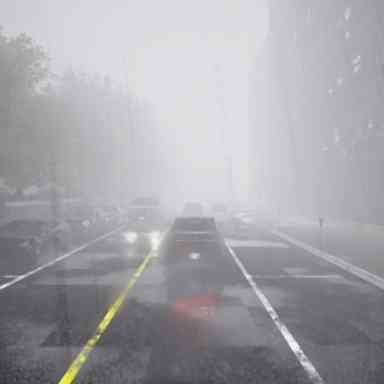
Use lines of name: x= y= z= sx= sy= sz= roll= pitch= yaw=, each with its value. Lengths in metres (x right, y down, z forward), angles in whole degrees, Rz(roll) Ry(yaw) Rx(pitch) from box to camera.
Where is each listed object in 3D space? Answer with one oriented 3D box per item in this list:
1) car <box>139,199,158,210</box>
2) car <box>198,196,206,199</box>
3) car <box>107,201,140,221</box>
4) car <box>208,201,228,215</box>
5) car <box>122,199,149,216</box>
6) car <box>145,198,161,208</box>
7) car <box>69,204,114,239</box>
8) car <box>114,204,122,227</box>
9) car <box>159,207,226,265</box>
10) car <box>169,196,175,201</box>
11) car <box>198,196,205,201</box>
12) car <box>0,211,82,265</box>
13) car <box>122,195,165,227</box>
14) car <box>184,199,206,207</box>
car: x=-5.765 y=1.637 z=45.010 sx=2.008 sy=1.369 sz=4.403 roll=0 pitch=0 yaw=0
car: x=2.692 y=1.766 z=88.469 sx=1.947 sy=1.339 sz=4.313 roll=0 pitch=0 yaw=0
car: x=-5.687 y=1.576 z=28.226 sx=1.752 sy=1.417 sz=4.829 roll=0 pitch=0 yaw=0
car: x=2.693 y=1.614 z=33.937 sx=2.008 sy=1.369 sz=4.403 roll=0 pitch=0 yaw=0
car: x=-5.687 y=1.503 z=33.935 sx=1.967 sy=1.590 sz=4.097 roll=0 pitch=0 yaw=0
car: x=-5.817 y=1.643 z=50.551 sx=1.887 sy=1.381 sz=4.507 roll=0 pitch=0 yaw=0
car: x=-5.687 y=1.470 z=17.319 sx=1.967 sy=1.590 sz=4.097 roll=0 pitch=0 yaw=0
car: x=-5.687 y=1.622 z=22.857 sx=1.802 sy=1.307 sz=4.206 roll=0 pitch=0 yaw=0
car: x=0.084 y=1.527 z=11.725 sx=1.837 sy=1.490 sz=4.892 roll=0 pitch=0 yaw=0
car: x=-5.688 y=1.799 z=94.101 sx=1.802 sy=1.307 sz=4.206 roll=0 pitch=0 yaw=0
car: x=2.692 y=1.783 z=94.101 sx=1.947 sy=1.339 sz=4.313 roll=0 pitch=0 yaw=0
car: x=-5.687 y=1.586 z=11.780 sx=1.947 sy=1.339 sz=4.313 roll=0 pitch=0 yaw=0
car: x=-3.100 y=1.262 z=23.270 sx=2.150 sy=2.045 sz=5.566 roll=0 pitch=0 yaw=0
car: x=0.097 y=1.601 z=29.409 sx=2.033 sy=1.411 sz=5.357 roll=0 pitch=0 yaw=0
